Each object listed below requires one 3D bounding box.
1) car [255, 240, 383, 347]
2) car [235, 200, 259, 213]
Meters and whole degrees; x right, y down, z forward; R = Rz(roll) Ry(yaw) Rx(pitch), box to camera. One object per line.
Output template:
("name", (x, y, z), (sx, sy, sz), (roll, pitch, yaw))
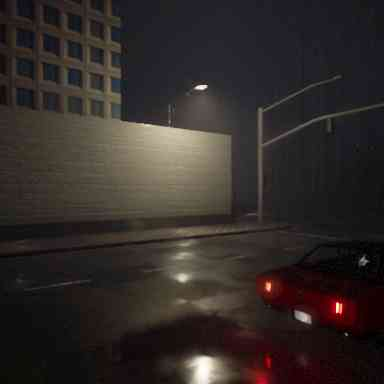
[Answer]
("car", (3.499, 1.597, 6.286), (4.718, 1.301, 1.895), (0, 0, -35))
("car", (5.022, 1.587, 37.353), (2.033, 1.411, 5.357), (0, 0, -36))
